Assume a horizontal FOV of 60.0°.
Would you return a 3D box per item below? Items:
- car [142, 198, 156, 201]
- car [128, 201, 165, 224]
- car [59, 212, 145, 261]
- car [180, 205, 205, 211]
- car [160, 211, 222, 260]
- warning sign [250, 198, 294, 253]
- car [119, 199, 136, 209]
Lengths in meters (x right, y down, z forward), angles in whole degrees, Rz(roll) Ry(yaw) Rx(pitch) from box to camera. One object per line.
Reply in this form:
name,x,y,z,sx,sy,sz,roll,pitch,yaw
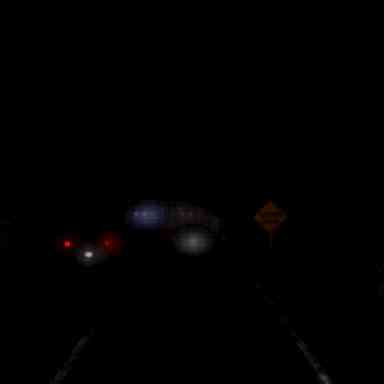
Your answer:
car,-6.592,1.673,51.703,2.097,1.767,4.553,0,-1,0
car,-3.212,1.680,25.746,2.033,1.411,5.357,0,0,0
car,-3.195,1.660,12.547,1.895,1.301,4.718,0,0,0
car,0.038,1.680,25.741,2.033,1.411,5.357,0,0,0
car,0.057,1.623,12.800,1.994,1.385,4.181,0,-1,0
warning sign,2.835,1.172,11.958,1.300,1.860,1.060,-1,-1,0
car,-9.843,1.793,51.129,1.882,1.535,5.008,0,0,0
